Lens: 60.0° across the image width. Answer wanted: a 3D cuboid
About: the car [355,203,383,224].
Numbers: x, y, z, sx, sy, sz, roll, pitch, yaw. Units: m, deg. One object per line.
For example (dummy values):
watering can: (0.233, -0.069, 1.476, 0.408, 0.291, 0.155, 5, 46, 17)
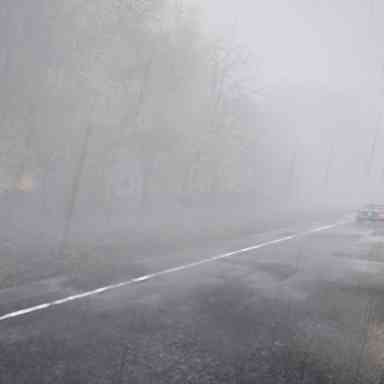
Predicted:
car: (12.578, 1.449, 22.596, 2.033, 1.411, 5.357, 2, 1, 38)
